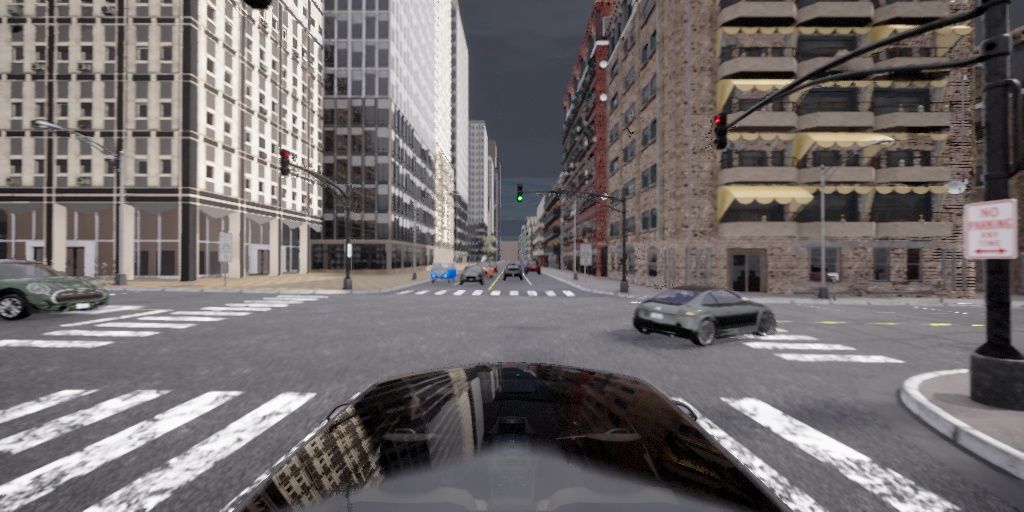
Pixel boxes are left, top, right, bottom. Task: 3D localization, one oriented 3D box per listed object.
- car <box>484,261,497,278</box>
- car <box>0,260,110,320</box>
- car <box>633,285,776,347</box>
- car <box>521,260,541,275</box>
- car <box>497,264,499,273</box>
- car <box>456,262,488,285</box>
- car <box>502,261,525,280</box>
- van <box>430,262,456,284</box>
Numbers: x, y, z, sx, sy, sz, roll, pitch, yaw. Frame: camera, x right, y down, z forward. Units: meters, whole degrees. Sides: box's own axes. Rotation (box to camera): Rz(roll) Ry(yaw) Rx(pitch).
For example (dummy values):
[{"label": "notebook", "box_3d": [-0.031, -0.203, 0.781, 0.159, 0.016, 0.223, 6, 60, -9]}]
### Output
[{"label": "car", "box_3d": [-3.086, 1.439, 38.701, 2.097, 1.767, 4.553, 0, -1, 0]}, {"label": "car", "box_3d": [-15.530, 0.915, 11.055, 4.553, 1.767, 2.097, 1, 0, -2]}, {"label": "car", "box_3d": [5.414, 1.525, 10.042, 4.181, 1.385, 1.994, 1, -1, -29]}, {"label": "car", "box_3d": [2.688, 1.478, 46.734, 2.192, 1.841, 5.009, 0, 0, 0]}, {"label": "car", "box_3d": [-3.062, 1.564, 52.021, 2.097, 1.767, 4.553, 0, -1, 0]}, {"label": "car", "box_3d": [-3.122, 1.501, 28.978, 1.837, 1.490, 4.892, 0, -1, -2]}, {"label": "car", "box_3d": [0.098, 1.568, 36.174, 1.837, 1.490, 4.892, 0, -1, 0]}, {"label": "van", "box_3d": [-5.692, 1.347, 30.080, 1.690, 1.789, 3.998, 0, 0, 0]}]
